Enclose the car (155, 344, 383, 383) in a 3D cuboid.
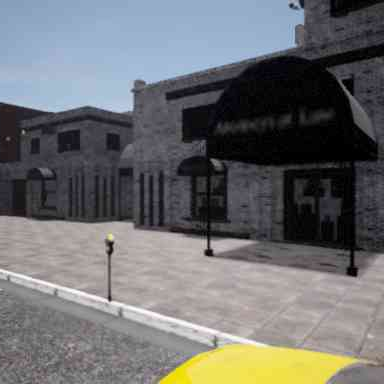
[{"bbox_3d":[1.723,1.527,1.649,4.829,1.417,1.752,0,0,35],"label":"car"}]
